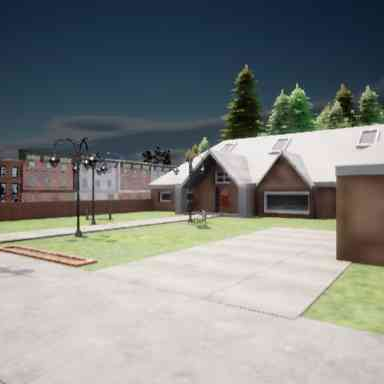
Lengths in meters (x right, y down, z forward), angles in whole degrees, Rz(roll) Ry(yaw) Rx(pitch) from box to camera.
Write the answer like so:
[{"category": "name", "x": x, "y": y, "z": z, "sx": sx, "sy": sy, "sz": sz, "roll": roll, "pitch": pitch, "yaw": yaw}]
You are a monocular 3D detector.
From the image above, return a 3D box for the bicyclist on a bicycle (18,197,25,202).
[{"category": "bicyclist on a bicycle", "x": -16.827, "y": 1.315, "z": 32.840, "sx": 1.656, "sy": 1.620, "sz": 0.582, "roll": 0, "pitch": 0, "yaw": 35}]
